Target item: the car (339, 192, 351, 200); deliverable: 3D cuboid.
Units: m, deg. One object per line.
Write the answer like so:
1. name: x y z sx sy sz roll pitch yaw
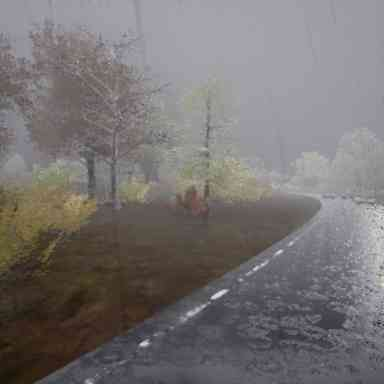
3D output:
1. car: 28.319 0.723 61.211 1.895 1.301 4.718 1 1 17

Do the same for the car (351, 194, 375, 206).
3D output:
1. car: 22.172 1.024 42.845 1.895 1.301 4.718 1 1 21

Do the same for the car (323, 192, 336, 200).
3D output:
1. car: 24.857 0.650 60.261 1.994 1.385 4.181 1 1 18
